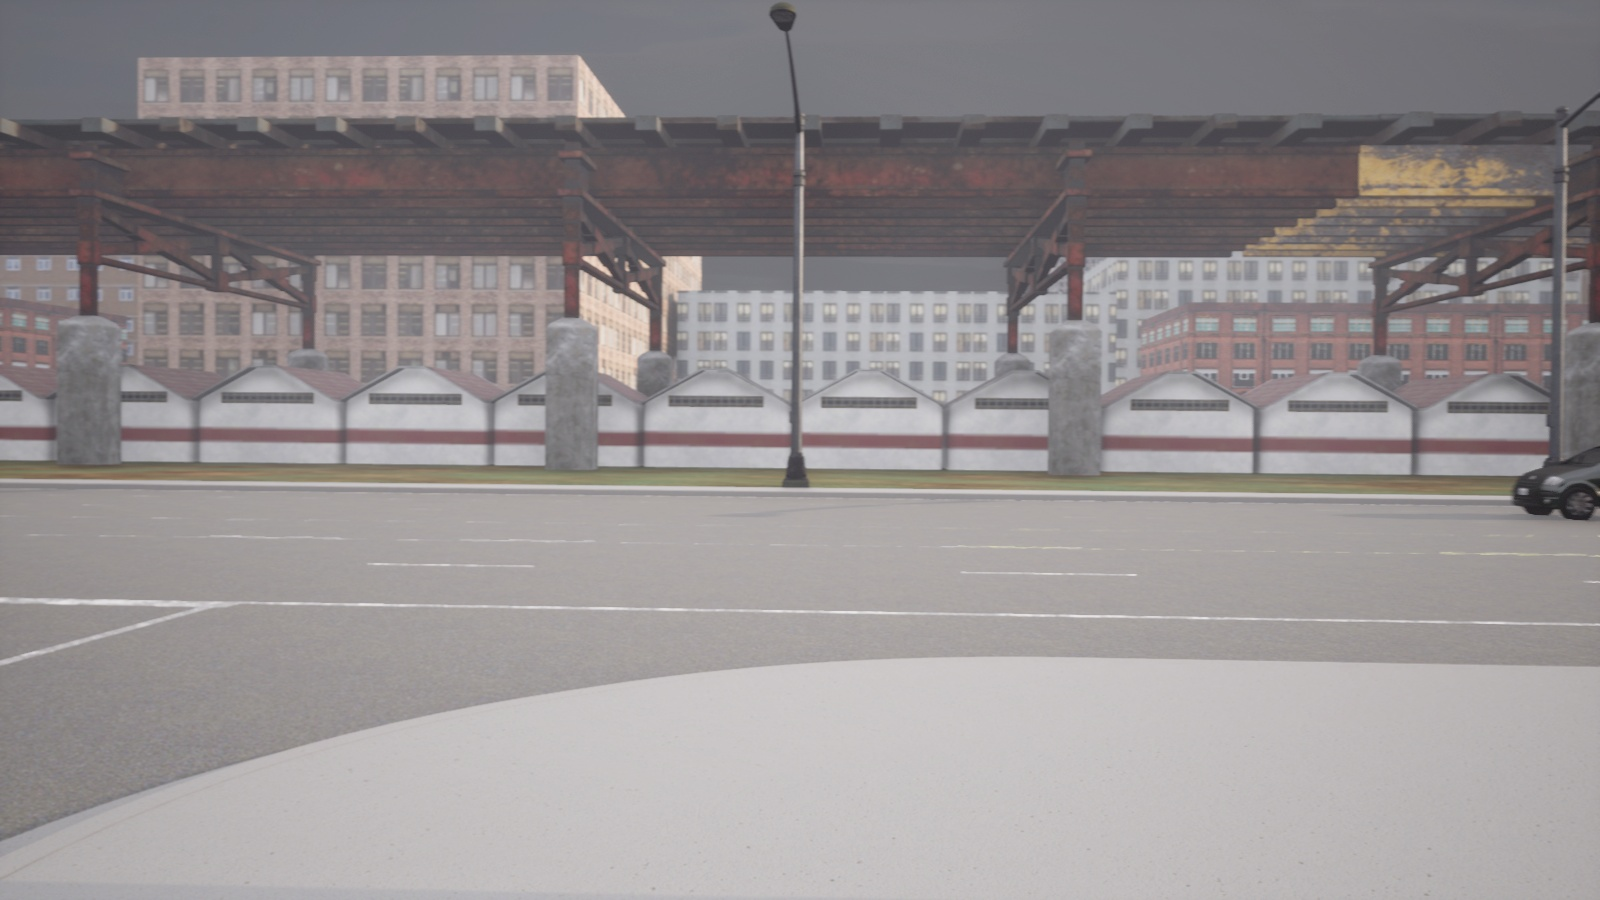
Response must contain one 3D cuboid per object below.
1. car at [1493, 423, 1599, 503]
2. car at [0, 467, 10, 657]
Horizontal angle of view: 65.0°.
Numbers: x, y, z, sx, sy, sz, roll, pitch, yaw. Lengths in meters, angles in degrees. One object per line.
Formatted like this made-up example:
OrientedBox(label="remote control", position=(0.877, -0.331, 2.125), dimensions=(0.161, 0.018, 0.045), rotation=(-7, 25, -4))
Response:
OrientedBox(label="car", position=(17.269, 0.240, 26.732), dimensions=(3.988, 1.617, 1.851), rotation=(-1, 1, 3))
OrientedBox(label="car", position=(-7.371, 0.940, 7.568), dimensions=(1.837, 1.490, 4.892), rotation=(-1, 1, 4))
